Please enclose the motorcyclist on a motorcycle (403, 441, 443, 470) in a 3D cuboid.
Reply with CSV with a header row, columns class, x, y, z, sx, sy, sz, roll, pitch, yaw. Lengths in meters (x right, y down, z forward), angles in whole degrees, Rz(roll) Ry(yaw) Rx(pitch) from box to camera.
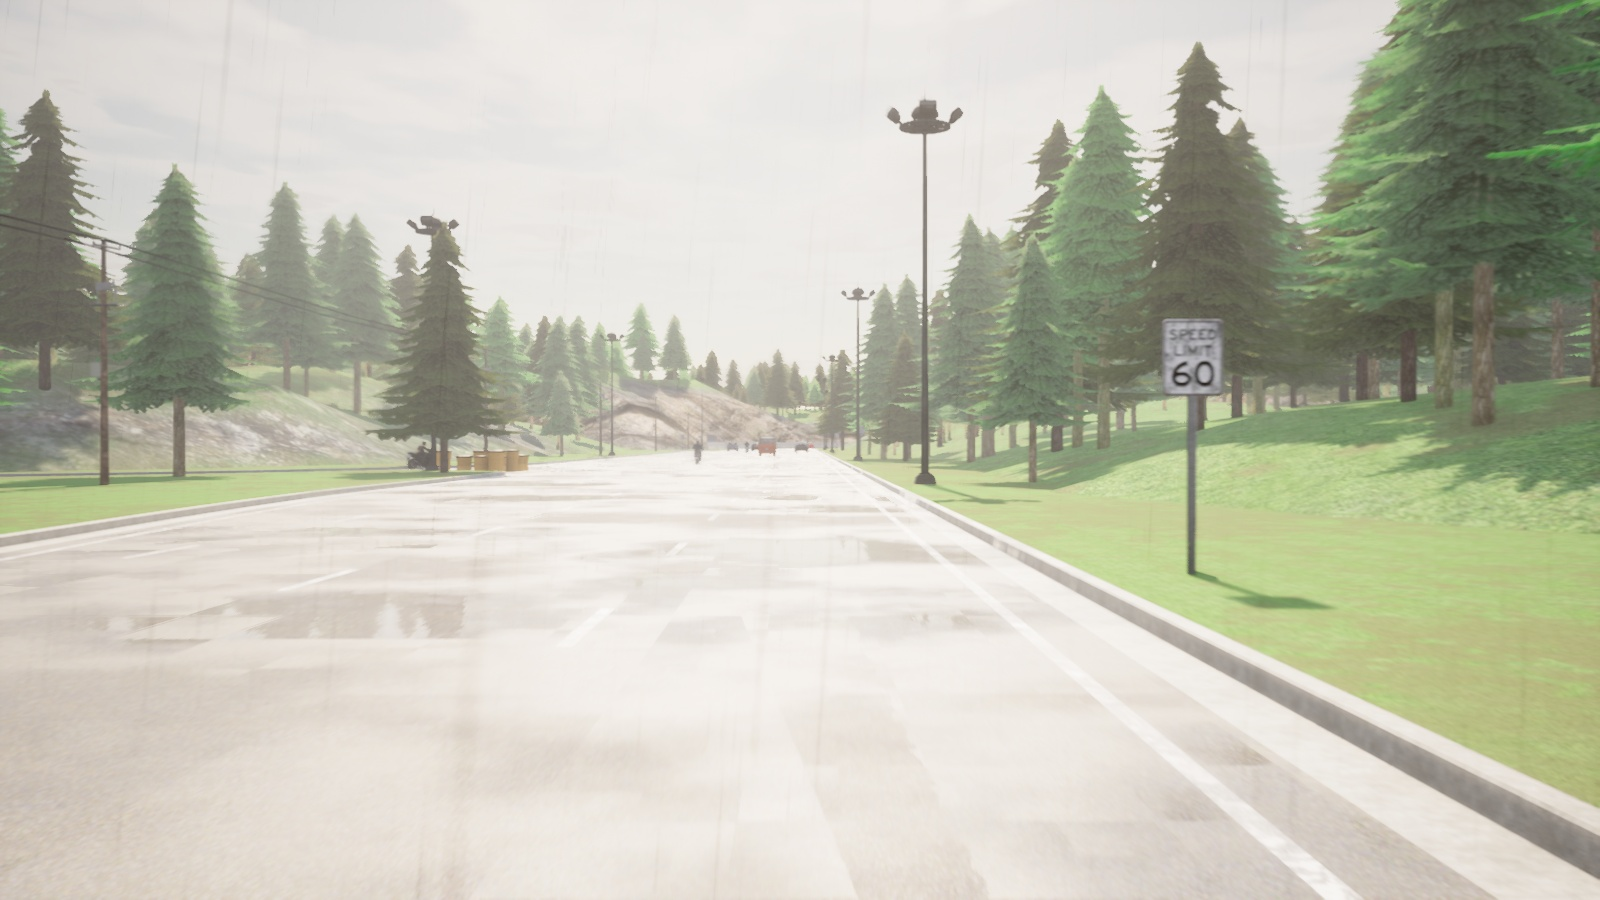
class,x,y,z,sx,sy,sz,roll,pitch,yaw
motorcyclist on a motorcycle,-19.709,0.276,65.705,0.797,1.523,2.044,0,0,29
